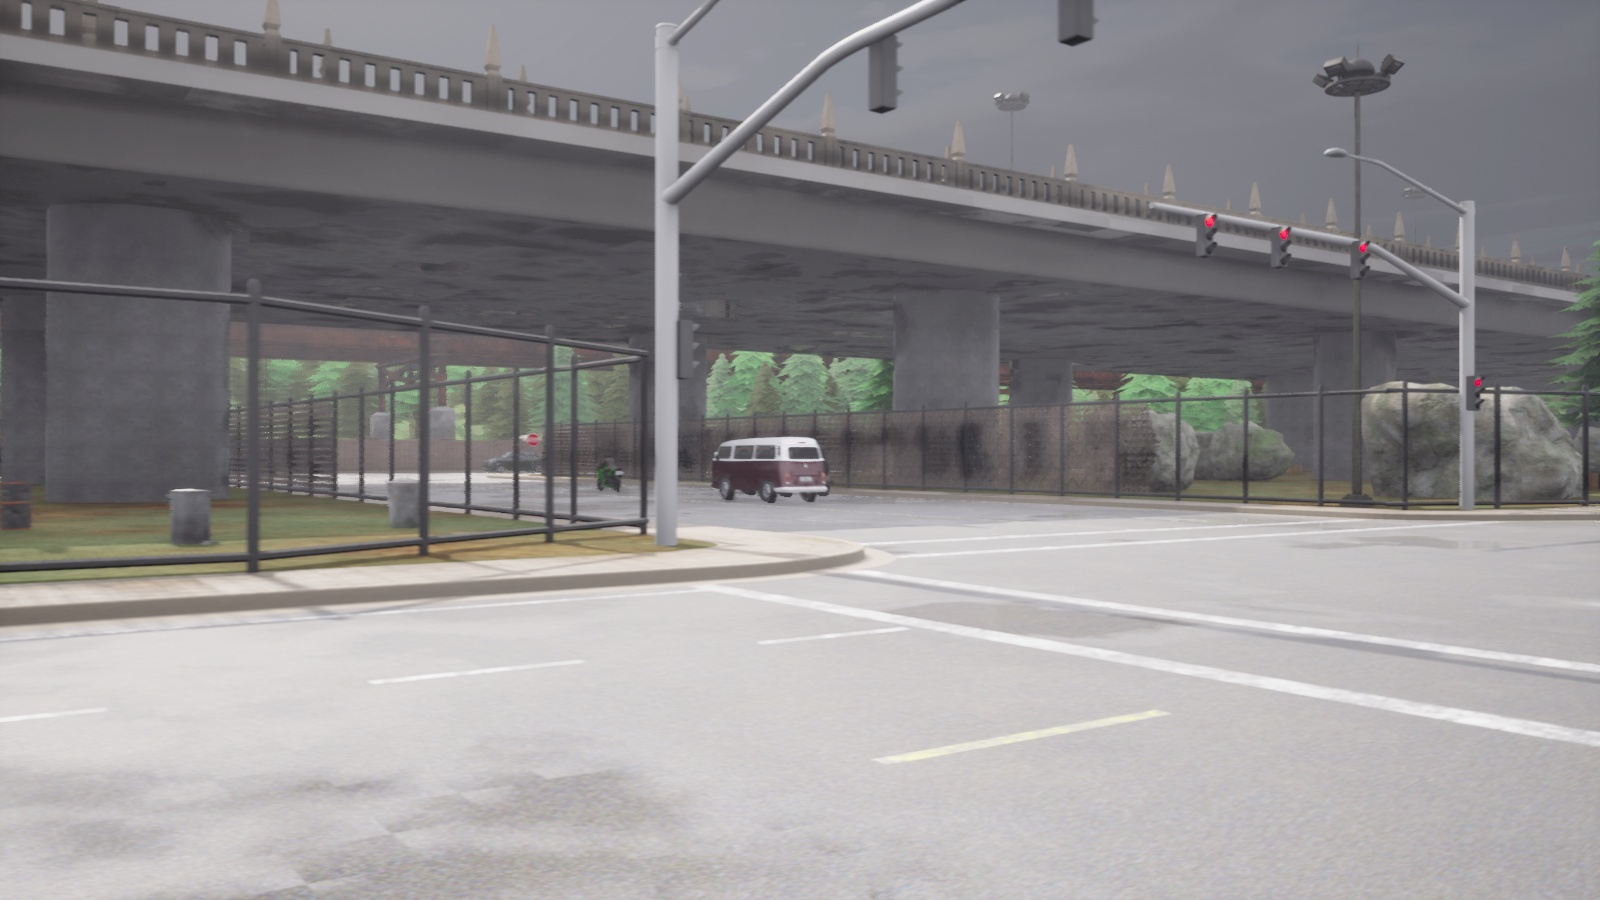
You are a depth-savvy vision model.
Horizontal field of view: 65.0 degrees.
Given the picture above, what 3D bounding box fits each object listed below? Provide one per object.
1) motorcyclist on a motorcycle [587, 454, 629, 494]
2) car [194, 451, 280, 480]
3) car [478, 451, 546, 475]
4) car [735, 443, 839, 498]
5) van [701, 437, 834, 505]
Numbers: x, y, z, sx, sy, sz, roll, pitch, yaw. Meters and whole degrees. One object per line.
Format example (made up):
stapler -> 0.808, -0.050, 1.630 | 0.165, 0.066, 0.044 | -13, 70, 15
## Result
motorcyclist on a motorcycle -> -7.529, 0.918, 49.085 | 0.797, 1.523, 2.044 | 0, 0, -35
car -> -34.932, 0.924, 77.948 | 4.553, 1.767, 2.097 | 0, 0, -34
car -> -21.818, 0.938, 95.207 | 4.553, 1.767, 2.097 | 0, 0, -34
car -> -0.509, 0.708, 45.154 | 1.905, 1.878, 3.866 | 0, 0, -35
van -> -1.101, 0.624, 39.894 | 2.069, 2.038, 4.480 | 0, 0, -35
